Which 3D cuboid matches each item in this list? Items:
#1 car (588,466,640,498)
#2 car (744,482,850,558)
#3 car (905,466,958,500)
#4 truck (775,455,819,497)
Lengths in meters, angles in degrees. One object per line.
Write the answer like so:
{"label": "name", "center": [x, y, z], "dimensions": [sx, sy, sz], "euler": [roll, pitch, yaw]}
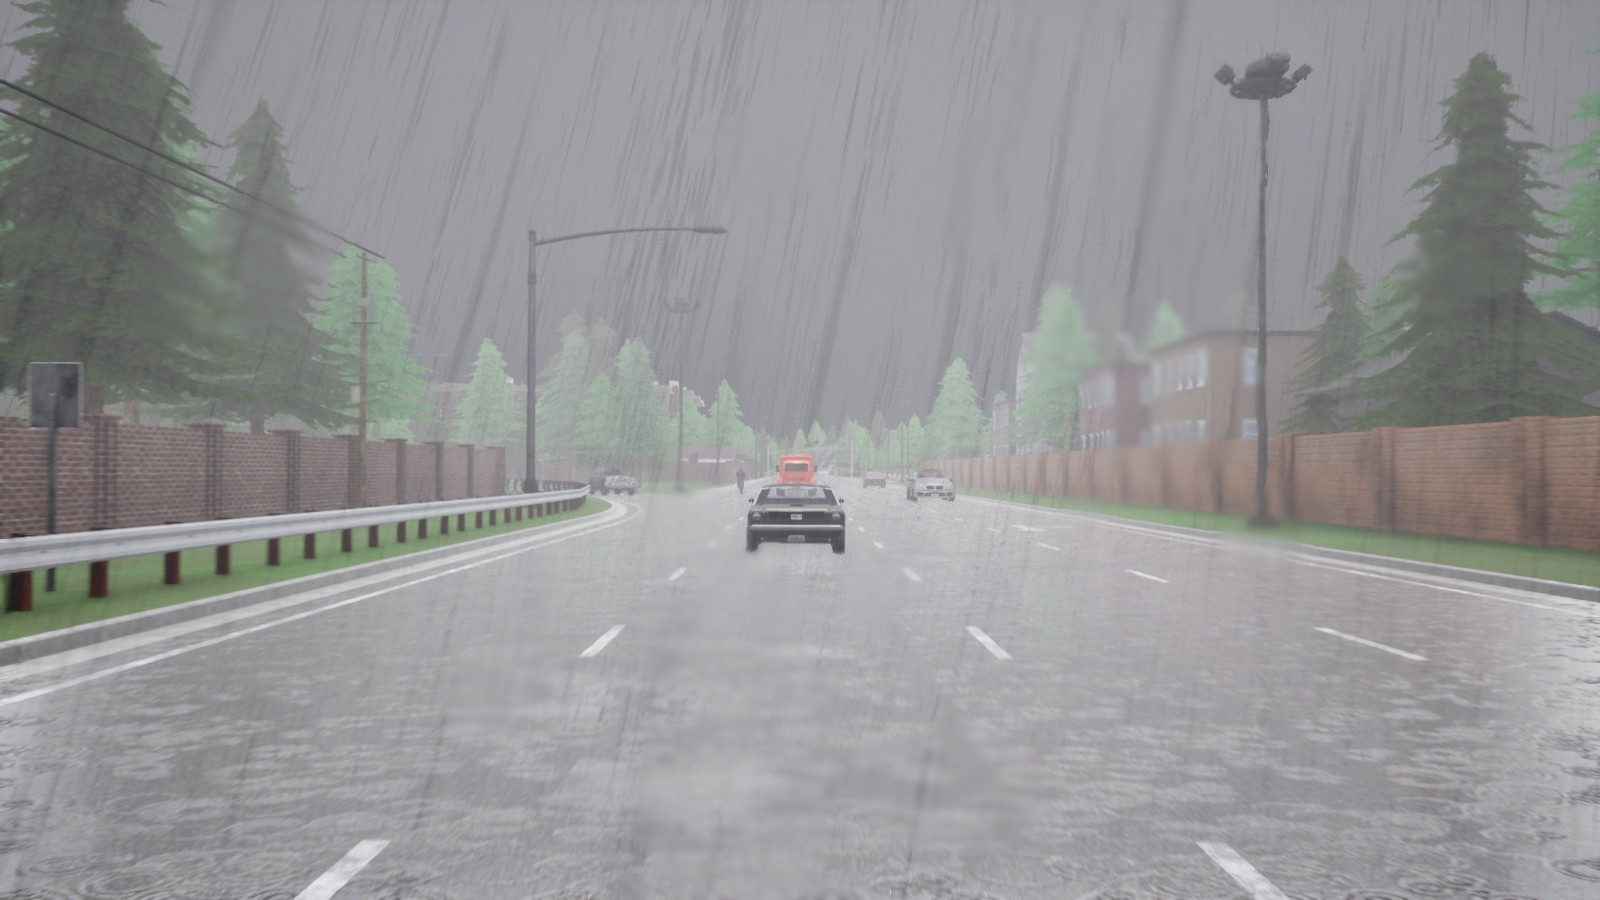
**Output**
{"label": "car", "center": [-11.393, 1.924, 76.509], "dimensions": [1.932, 1.855, 4.605], "euler": [0, -1, -24]}
{"label": "car", "center": [-0.060, 1.322, 24.995], "dimensions": [1.895, 1.301, 4.718], "euler": [0, -1, 0]}
{"label": "car", "center": [6.843, 1.703, 65.779], "dimensions": [2.242, 1.667, 4.611], "euler": [0, -1, 0]}
{"label": "truck", "center": [-0.197, 1.597, 77.840], "dimensions": [2.627, 2.467, 5.204], "euler": [0, -1, 0]}
